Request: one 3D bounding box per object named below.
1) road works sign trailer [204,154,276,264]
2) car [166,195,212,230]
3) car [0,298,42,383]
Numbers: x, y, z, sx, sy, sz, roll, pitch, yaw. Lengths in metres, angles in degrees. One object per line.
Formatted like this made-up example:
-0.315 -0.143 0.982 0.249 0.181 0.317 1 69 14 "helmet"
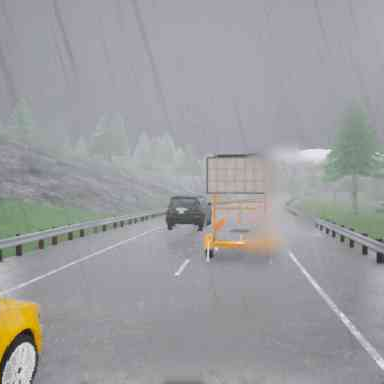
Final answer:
1.734 0.464 11.917 2.380 3.560 2.880 0 0 10 "road works sign trailer"
-0.060 1.220 21.143 2.150 2.045 5.566 0 0 11 "car"
-2.917 1.477 2.036 1.882 1.535 5.008 0 0 6 "car"
